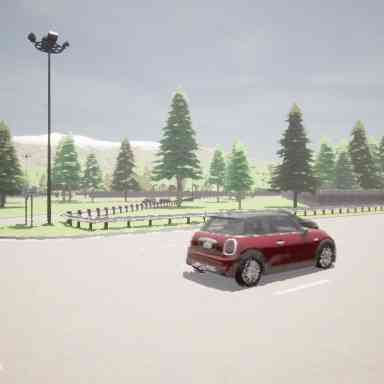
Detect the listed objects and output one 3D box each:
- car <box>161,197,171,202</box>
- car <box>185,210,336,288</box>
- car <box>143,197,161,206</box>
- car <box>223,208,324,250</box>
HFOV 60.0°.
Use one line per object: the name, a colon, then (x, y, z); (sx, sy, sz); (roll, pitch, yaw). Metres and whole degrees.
car: (-5.648, 1.601, 69.805); (1.895, 1.301, 4.718); (0, 0, 5)
car: (2.108, 1.351, 9.539); (4.553, 1.767, 2.097); (0, 0, -35)
car: (-6.993, 1.526, 56.035); (1.812, 1.442, 4.674); (0, 0, 6)
car: (3.788, 1.526, 15.027); (4.674, 1.442, 1.812); (0, 0, -35)
